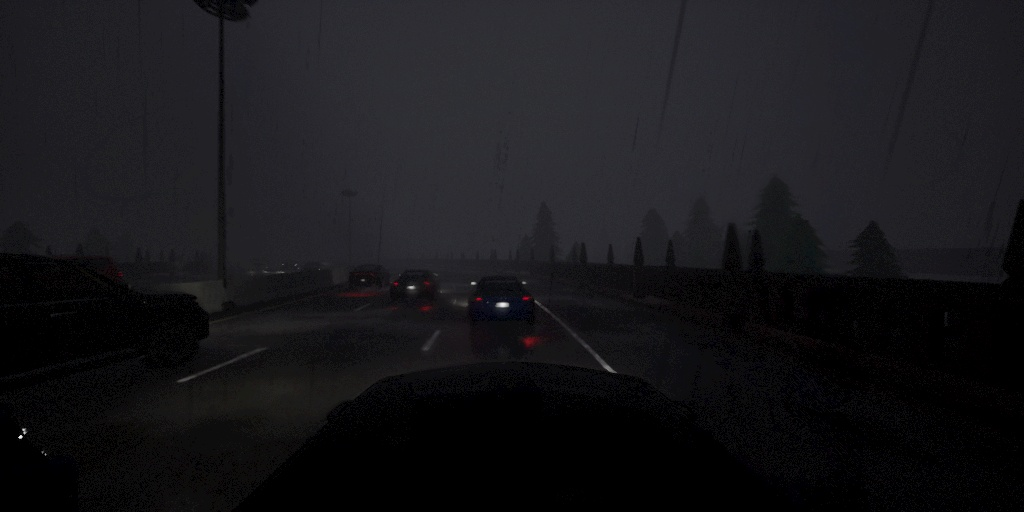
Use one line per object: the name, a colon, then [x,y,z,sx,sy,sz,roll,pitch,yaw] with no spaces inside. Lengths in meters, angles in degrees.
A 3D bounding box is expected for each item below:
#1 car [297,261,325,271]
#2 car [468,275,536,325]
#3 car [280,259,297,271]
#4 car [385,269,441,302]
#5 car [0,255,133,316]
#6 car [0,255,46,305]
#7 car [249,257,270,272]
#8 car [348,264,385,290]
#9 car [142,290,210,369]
car: [-21.197,1.337,38.270,1.837,1.490,4.892,0,0,-22]
car: [-0.418,1.316,11.850,1.994,1.385,4.181,0,0,-5]
car: [-32.417,1.281,52.167,2.097,1.767,4.553,0,0,-33]
car: [-4.541,1.323,17.249,1.994,1.385,4.181,0,0,-8]
car: [-18.339,0.988,13.752,2.150,2.045,5.566,0,0,-7]
car: [-21.785,0.989,13.294,2.150,2.045,5.566,0,0,-7]
car: [-35.821,1.163,50.989,2.150,2.045,5.566,0,0,-33]
car: [-9.085,1.249,23.122,1.882,1.535,5.008,0,0,-11]
car: [-6.979,0.972,4.636,2.150,2.045,5.566,0,0,-1]
